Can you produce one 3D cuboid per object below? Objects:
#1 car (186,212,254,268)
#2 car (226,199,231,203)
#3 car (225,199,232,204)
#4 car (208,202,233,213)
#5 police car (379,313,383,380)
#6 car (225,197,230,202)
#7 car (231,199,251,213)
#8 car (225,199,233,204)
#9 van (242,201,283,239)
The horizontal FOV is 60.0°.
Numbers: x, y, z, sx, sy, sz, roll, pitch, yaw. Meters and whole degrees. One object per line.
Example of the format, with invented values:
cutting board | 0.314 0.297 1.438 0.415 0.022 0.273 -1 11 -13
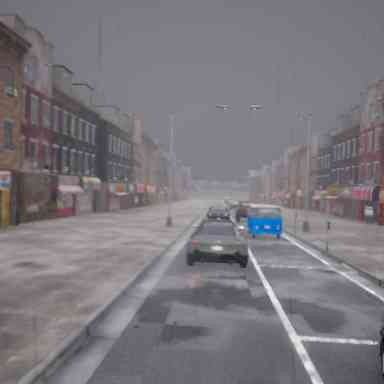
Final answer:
car | 0.916 1.670 11.943 1.994 1.385 4.181 2 0 5
car | 6.707 2.123 51.918 1.802 1.307 4.206 0 0 5
car | 9.856 2.479 90.516 1.802 1.307 4.206 0 -1 5
car | 2.303 1.860 28.949 1.895 1.301 4.718 2 0 5
police car | 3.033 1.527 2.081 1.930 1.638 5.238 2 0 5
car | 7.621 2.168 63.116 1.752 1.417 4.829 0 -1 5
car | 4.910 1.656 29.865 2.192 1.841 5.009 0 0 5
car | 9.407 2.412 85.002 1.947 1.339 4.313 0 -1 5
van | 4.010 1.583 18.837 1.690 1.788 3.998 0 0 5
